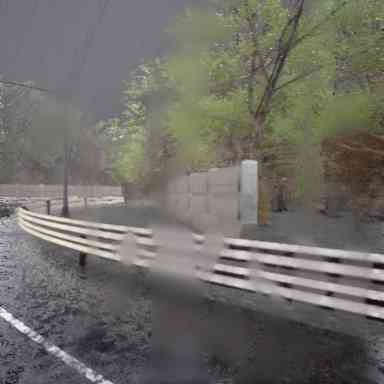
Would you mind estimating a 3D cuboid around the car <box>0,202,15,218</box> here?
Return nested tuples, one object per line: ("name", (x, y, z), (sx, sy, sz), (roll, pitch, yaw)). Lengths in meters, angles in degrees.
("car", (-15.668, 1.464, 25.997), (2.033, 1.411, 5.357), (0, 0, -10))
